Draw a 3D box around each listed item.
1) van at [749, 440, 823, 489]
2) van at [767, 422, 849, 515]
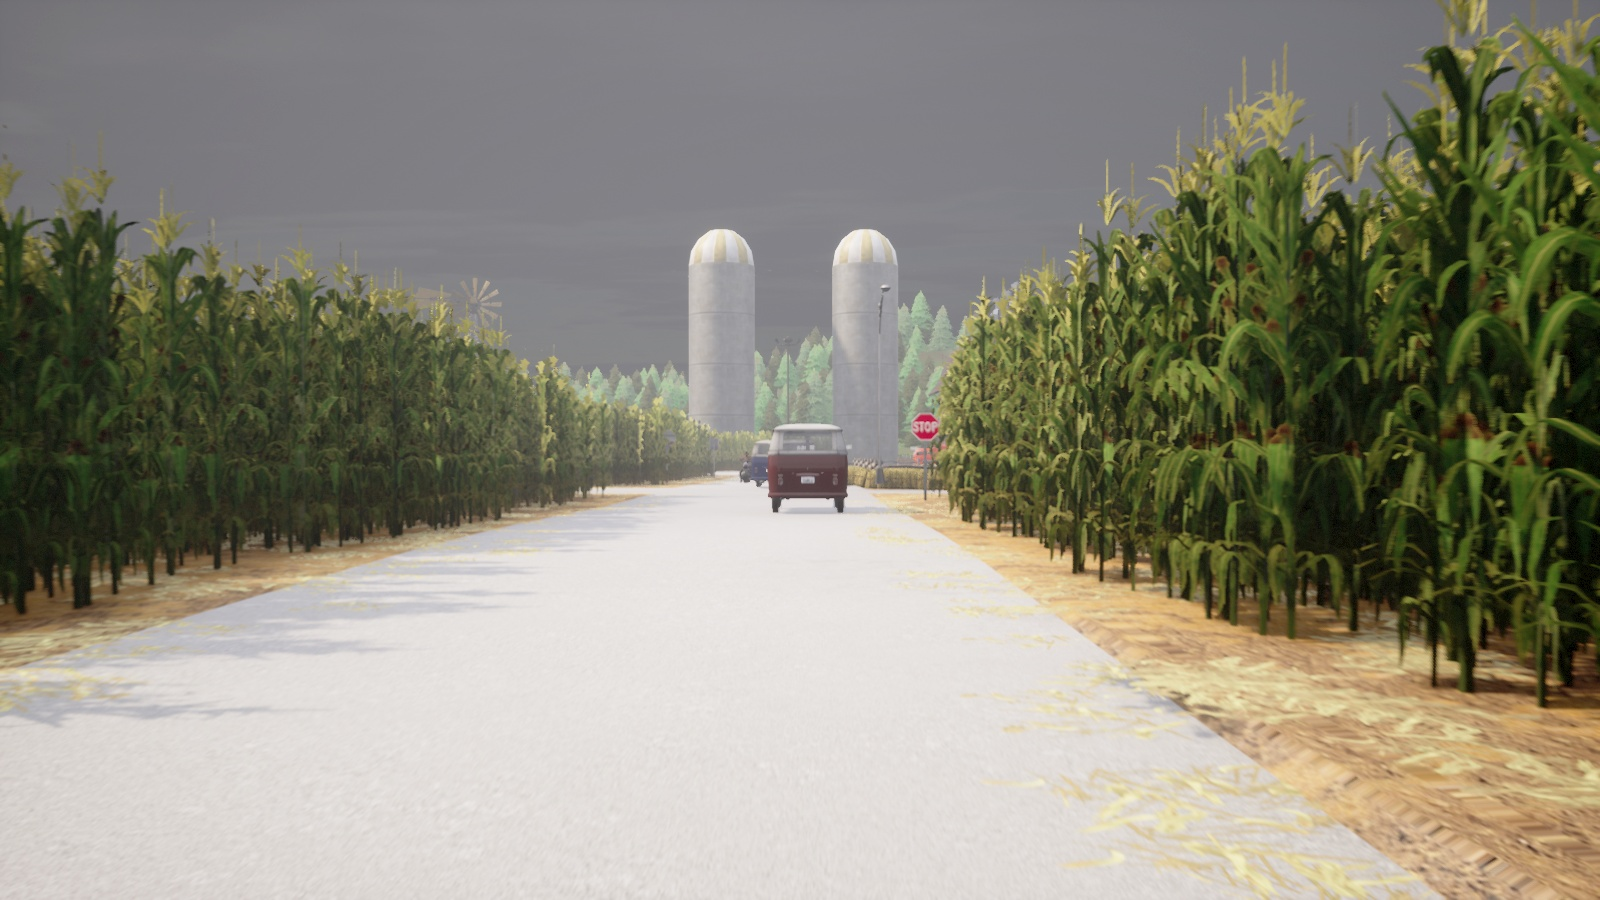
[{"bbox_3d":[-0.548,0.566,52.742,1.775,1.987,4.442,0,0,18],"label":"van"},{"bbox_3d":[0.182,0.427,29.321,1.775,1.987,4.442,0,-1,0],"label":"van"}]
